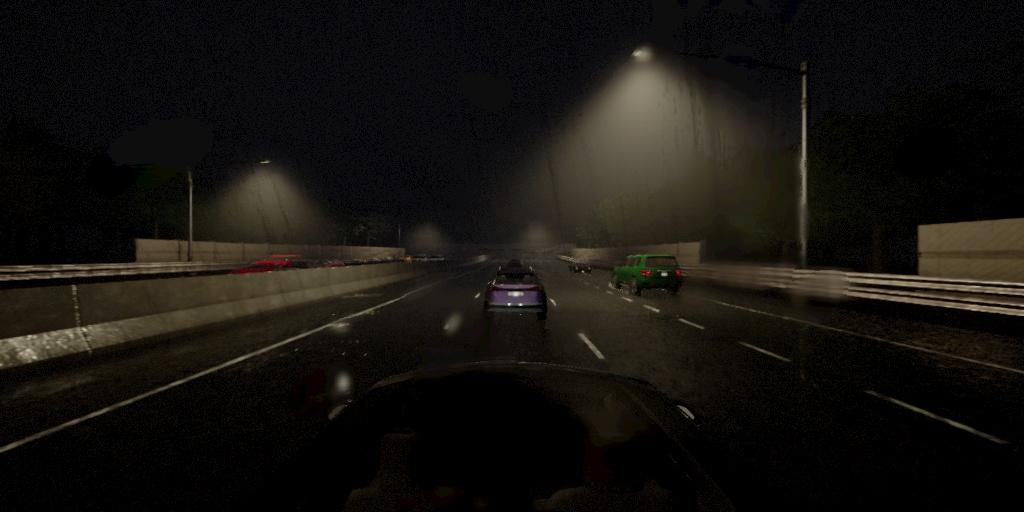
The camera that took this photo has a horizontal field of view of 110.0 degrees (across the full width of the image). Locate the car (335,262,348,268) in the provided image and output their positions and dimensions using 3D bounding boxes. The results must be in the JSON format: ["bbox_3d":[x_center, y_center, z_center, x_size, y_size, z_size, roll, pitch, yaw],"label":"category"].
[{"bbox_3d":[-20.911,1.292,41.471,1.895,1.301,4.718,0,0,1],"label":"car"}]

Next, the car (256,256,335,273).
[{"bbox_3d":[-14.038,1.071,23.660,2.097,1.767,4.553,0,0,0],"label":"car"}]

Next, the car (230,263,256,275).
[{"bbox_3d":[-17.528,1.193,25.431,1.882,1.535,5.008,0,0,0],"label":"car"}]

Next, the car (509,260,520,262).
[{"bbox_3d":[0.292,1.197,43.543,1.837,1.490,4.892,0,0,1],"label":"car"}]

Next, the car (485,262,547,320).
[{"bbox_3d":[0.117,1.168,12.650,2.033,1.649,4.856,0,0,0],"label":"car"}]

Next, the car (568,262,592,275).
[{"bbox_3d":[7.252,1.302,38.752,1.895,1.301,4.718,0,0,0],"label":"car"}]

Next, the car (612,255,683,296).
[{"bbox_3d":[7.139,0.951,19.445,2.150,2.045,5.566,0,0,0],"label":"car"}]
